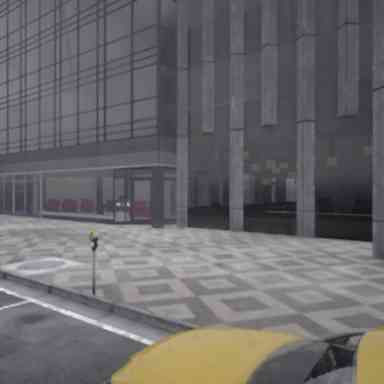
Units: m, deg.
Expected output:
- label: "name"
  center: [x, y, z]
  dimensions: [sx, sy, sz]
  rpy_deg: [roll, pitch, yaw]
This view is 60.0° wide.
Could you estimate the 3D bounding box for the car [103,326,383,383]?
- label: "car"
  center: [1.427, 1.525, 2.064]
  dimensions: [4.829, 1.417, 1.752]
  rpy_deg: [0, 0, 36]
